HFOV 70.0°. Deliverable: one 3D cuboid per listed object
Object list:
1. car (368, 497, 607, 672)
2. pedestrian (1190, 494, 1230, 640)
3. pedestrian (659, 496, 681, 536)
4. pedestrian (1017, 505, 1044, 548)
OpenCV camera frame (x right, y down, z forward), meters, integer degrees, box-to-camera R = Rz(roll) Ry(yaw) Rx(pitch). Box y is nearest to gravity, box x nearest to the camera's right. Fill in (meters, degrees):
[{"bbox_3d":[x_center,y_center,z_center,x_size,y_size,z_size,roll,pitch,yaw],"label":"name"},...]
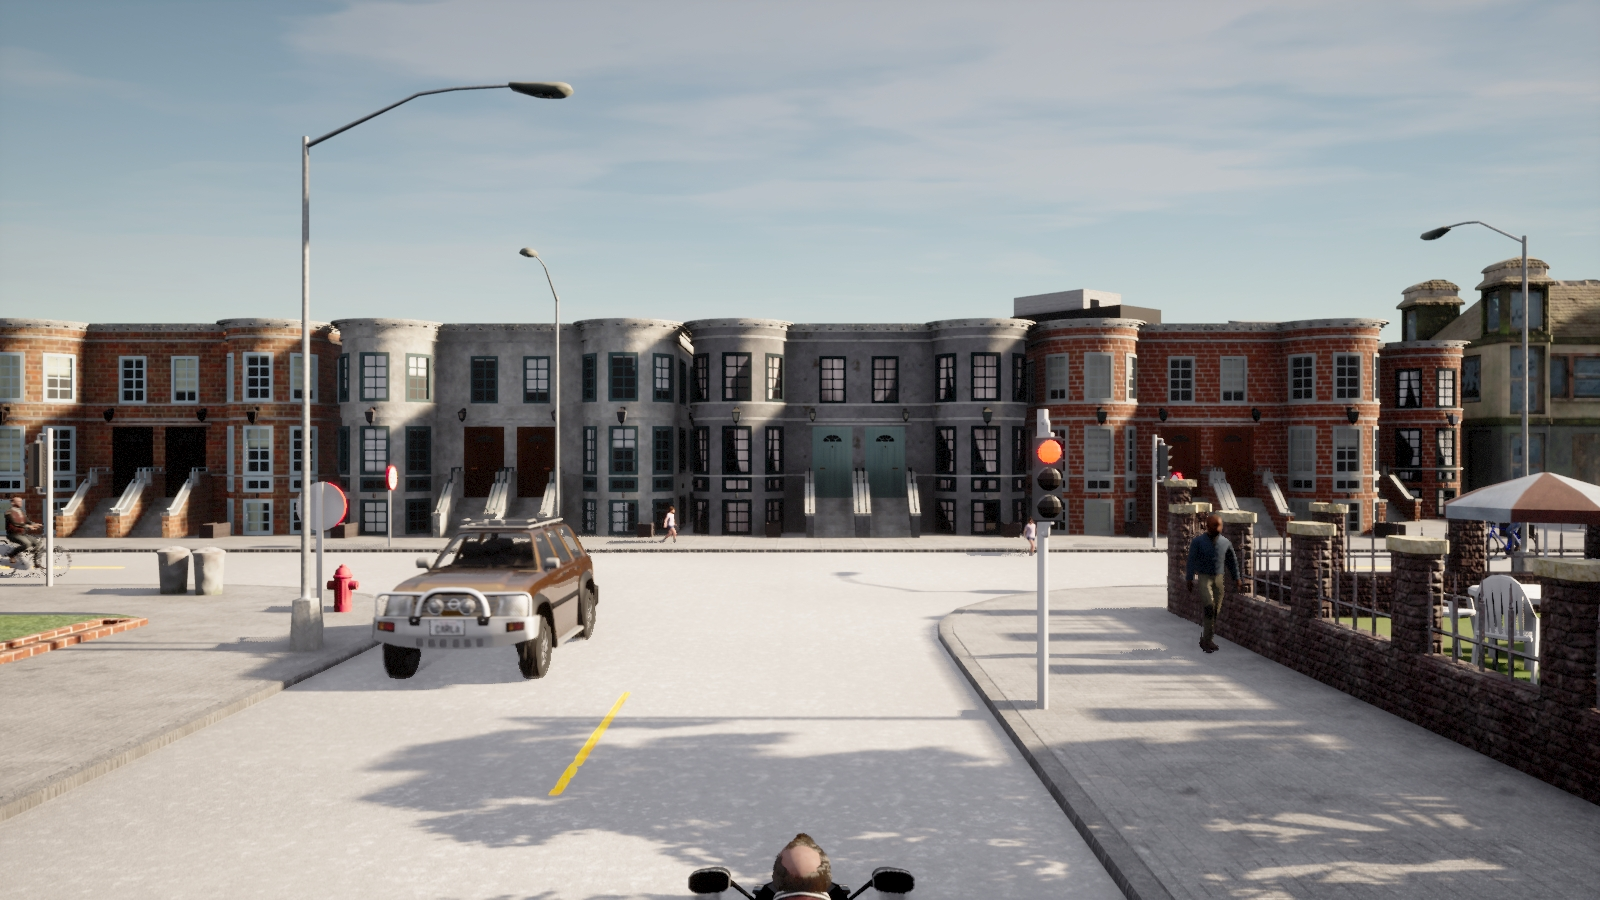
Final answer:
[{"bbox_3d":[-3.987,1.639,15.452,1.932,1.855,4.605,0,0,1],"label":"car"},{"bbox_3d":[5.340,1.509,14.888,0.375,1.860,0.375,0,0,-2],"label":"pedestrian"},{"bbox_3d":[-3.732,1.891,32.769,0.500,1.100,0.500,0,0,12],"label":"pedestrian"},{"bbox_3d":[6.037,1.996,29.925,0.500,1.100,0.500,0,0,-21],"label":"pedestrian"}]
